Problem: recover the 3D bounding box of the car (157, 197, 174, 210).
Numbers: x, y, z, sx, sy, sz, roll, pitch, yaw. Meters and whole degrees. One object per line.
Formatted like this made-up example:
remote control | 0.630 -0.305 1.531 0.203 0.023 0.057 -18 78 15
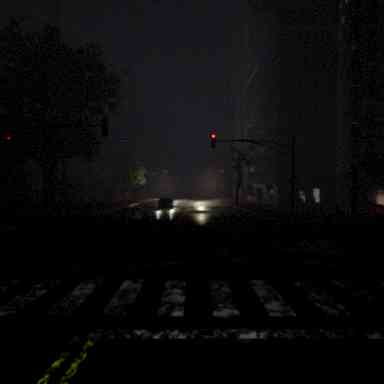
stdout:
car | -3.256 1.399 41.266 1.882 1.535 5.008 0 1 0
